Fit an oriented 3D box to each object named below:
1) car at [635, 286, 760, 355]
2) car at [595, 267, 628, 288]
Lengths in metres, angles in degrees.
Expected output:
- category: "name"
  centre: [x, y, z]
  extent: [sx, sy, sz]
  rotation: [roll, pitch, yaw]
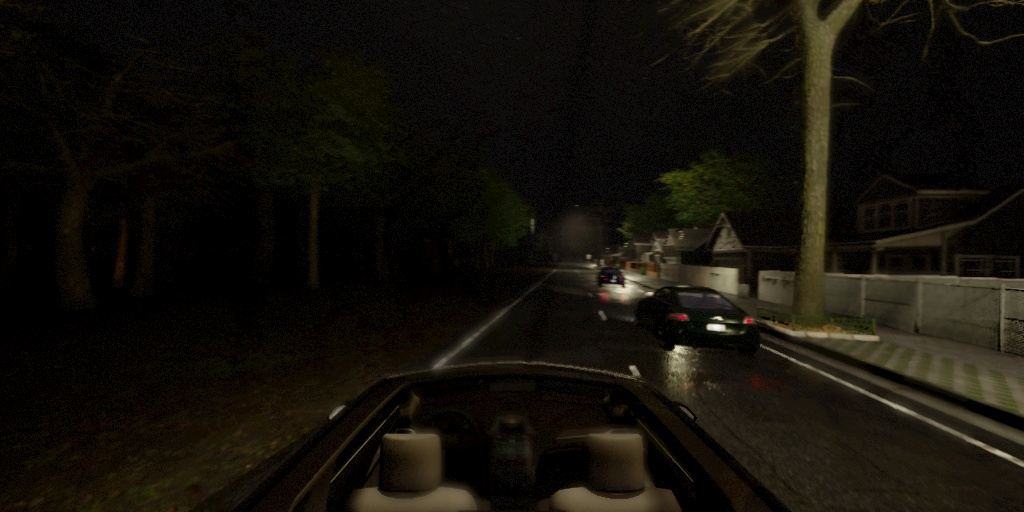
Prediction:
- category: "car"
  centre: [4.579, 1.476, 9.459]
  extent: [1.994, 1.385, 4.181]
  rotation: [2, 0, 9]
- category: "car"
  centre: [7.434, 1.571, 27.211]
  extent: [1.812, 1.442, 4.674]
  rotation: [2, 0, 9]
